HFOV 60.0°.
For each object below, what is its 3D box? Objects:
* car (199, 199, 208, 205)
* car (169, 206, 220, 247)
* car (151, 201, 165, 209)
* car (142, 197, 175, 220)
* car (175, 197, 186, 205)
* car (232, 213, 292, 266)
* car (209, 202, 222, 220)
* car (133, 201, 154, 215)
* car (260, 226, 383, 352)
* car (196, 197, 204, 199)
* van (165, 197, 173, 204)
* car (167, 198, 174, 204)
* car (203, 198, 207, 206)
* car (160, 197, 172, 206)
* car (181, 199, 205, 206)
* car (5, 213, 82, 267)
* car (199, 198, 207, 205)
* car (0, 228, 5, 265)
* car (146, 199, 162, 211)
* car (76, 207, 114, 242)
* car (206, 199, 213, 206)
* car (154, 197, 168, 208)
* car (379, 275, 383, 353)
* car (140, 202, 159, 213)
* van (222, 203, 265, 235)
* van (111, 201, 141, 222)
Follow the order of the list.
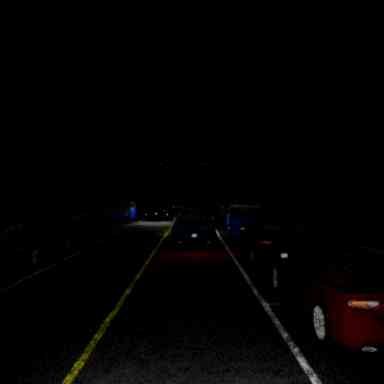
[{"bbox_3d":[2.771,2.384,79.156,2.008,1.369,4.403,0,-1,0],"label":"car"},{"bbox_3d":[0.096,1.646,15.996,1.882,1.535,5.008,0,-1,0],"label":"car"},{"bbox_3d":[-5.756,2.159,56.737,1.947,1.339,4.313,0,-1,0],"label":"car"},{"bbox_3d":[-3.096,1.551,31.777,2.150,2.045,5.566,0,0,0],"label":"car"},{"bbox_3d":[-2.995,2.264,71.643,2.033,1.411,5.357,0,-1,0],"label":"car"},{"bbox_3d":[2.766,1.671,11.934,1.887,1.381,4.507,0,-1,0],"label":"car"},{"bbox_3d":[2.767,1.846,28.740,1.887,1.381,4.507,0,-1,0],"label":"car"},{"bbox_3d":[-5.757,1.858,39.935,1.967,1.590,4.097,0,-1,0],"label":"car"},{"bbox_3d":[2.765,1.612,6.333,1.887,1.381,4.507,0,-1,0],"label":"car"},{"bbox_3d":[2.392,2.063,67.775,2.097,1.767,4.553,0,-1,0],"label":"car"},{"bbox_3d":[-5.753,2.235,84.747,1.690,1.788,3.998,0,-1,0],"label":"van"},{"bbox_3d":[-5.753,2.479,90.176,1.752,1.417,4.829,0,-1,0],"label":"car"},{"bbox_3d":[2.769,2.080,51.147,1.887,1.381,4.507,0,-1,0],"label":"car"},{"bbox_3d":[-5.753,2.087,73.545,2.192,1.841,5.009,0,-1,0],"label":"car"},{"bbox_3d":[0.100,1.840,34.639,1.882,1.535,5.008,0,-1,0],"label":"car"},{"bbox_3d":[-5.760,1.670,11.926,1.887,1.381,4.507,0,-1,0],"label":"car"},{"bbox_3d":[2.772,2.334,84.759,1.967,1.590,4.097,0,-1,0],"label":"car"},{"bbox_3d":[-5.760,1.507,6.326,1.967,1.590,4.097,0,-1,0],"label":"car"},{"bbox_3d":[-5.756,1.975,51.138,1.967,1.590,4.097,0,-1,0],"label":"car"},{"bbox_3d":[-5.759,1.728,17.528,1.887,1.381,4.507,0,-1,0],"label":"car"},{"bbox_3d":[2.768,1.800,34.343,1.967,1.590,4.097,0,-1,0],"label":"car"},{"bbox_3d":[-5.754,1.967,62.342,2.192,1.841,5.009,0,-1,0],"label":"car"},{"bbox_3d":[2.765,1.536,0.900,1.752,1.417,4.829,0,-1,0],"label":"car"},{"bbox_3d":[-5.757,2.042,45.535,1.947,1.339,4.313,0,-1,0],"label":"car"},{"bbox_3d":[2.767,1.525,17.538,1.690,1.788,3.998,0,-1,0],"label":"van"},{"bbox_3d":[-5.758,1.642,28.733,1.690,1.788,3.998,0,-1,0],"label":"van"}]
